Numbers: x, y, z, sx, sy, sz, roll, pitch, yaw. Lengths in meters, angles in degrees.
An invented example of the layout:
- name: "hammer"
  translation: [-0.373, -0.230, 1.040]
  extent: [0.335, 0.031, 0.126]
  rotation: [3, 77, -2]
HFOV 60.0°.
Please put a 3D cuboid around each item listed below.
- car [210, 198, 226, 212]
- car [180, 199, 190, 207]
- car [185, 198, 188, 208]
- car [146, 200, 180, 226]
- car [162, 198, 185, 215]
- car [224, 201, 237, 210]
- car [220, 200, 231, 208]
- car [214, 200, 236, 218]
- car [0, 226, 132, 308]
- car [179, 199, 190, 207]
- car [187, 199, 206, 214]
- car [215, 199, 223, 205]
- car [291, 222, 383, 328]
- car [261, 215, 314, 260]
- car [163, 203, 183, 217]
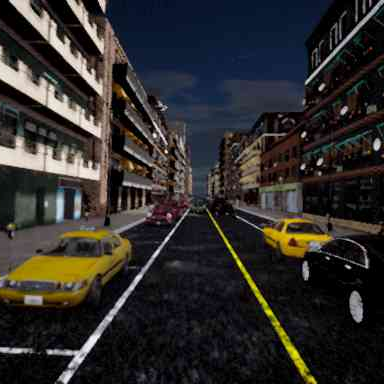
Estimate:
- name: "car"
  translation: [3.888, 1.857, 47.902]
  extent: [2.150, 2.045, 5.566]
  rotation: [2, -1, 1]
- name: "car"
  translation: [-1.351, 2.274, 70.203]
  extent: [1.887, 1.381, 4.507]
  rotation: [2, -1, 1]
- name: "car"
  translation: [-1.575, 1.917, 58.936]
  extent: [2.192, 1.841, 5.009]
  rotation: [2, -1, 1]
- name: "car"
  translation: [-2.274, 1.655, 25.125]
  extent: [1.967, 1.590, 4.097]
  rotation: [2, -1, 1]
- name: "car"
  translation: [-2.154, 1.595, 30.762]
  extent: [2.192, 1.841, 5.009]
  rotation: [2, -1, 1]
- name: "car"
  translation: [6.797, 2.361, 58.924]
  extent: [1.752, 1.417, 4.829]
  rotation: [2, -1, 1]
- name: "car"
  translation: [7.025, 2.506, 70.024]
  extent: [1.887, 1.381, 4.507]
  rotation: [2, -1, 1]
- name: "car"
  translation: [3.680, 2.009, 36.364]
  extent: [1.837, 1.490, 4.892]
  rotation: [2, 0, 2]
- name: "car"
  translation: [-2.627, 1.542, 8.049]
  extent: [1.752, 1.417, 4.829]
  rotation: [2, -1, 1]
- name: "car"
  translation: [-1.463, 2.106, 64.568]
  extent: [1.967, 1.590, 4.097]
  rotation: [2, -1, 1]
- name: "car"
  translation: [0.802, 1.857, 43.870]
  extent: [2.097, 1.767, 4.553]
  rotation: [2, -1, 1]
- name: "car"
  translation: [7.488, 2.767, 92.562]
  extent: [2.008, 1.369, 4.403]
  rotation: [2, -1, 1]
- name: "car"
  translation: [3.867, 1.701, 7.308]
  extent: [1.837, 1.490, 4.892]
  rotation: [2, -1, 1]
- name: "car"
  translation: [4.075, 1.720, 13.492]
  extent: [1.801, 1.575, 5.366]
  rotation: [2, -1, 1]
- name: "car"
  translation: [-2.047, 1.926, 36.394]
  extent: [1.802, 1.307, 4.206]
  rotation: [2, -1, 1]
